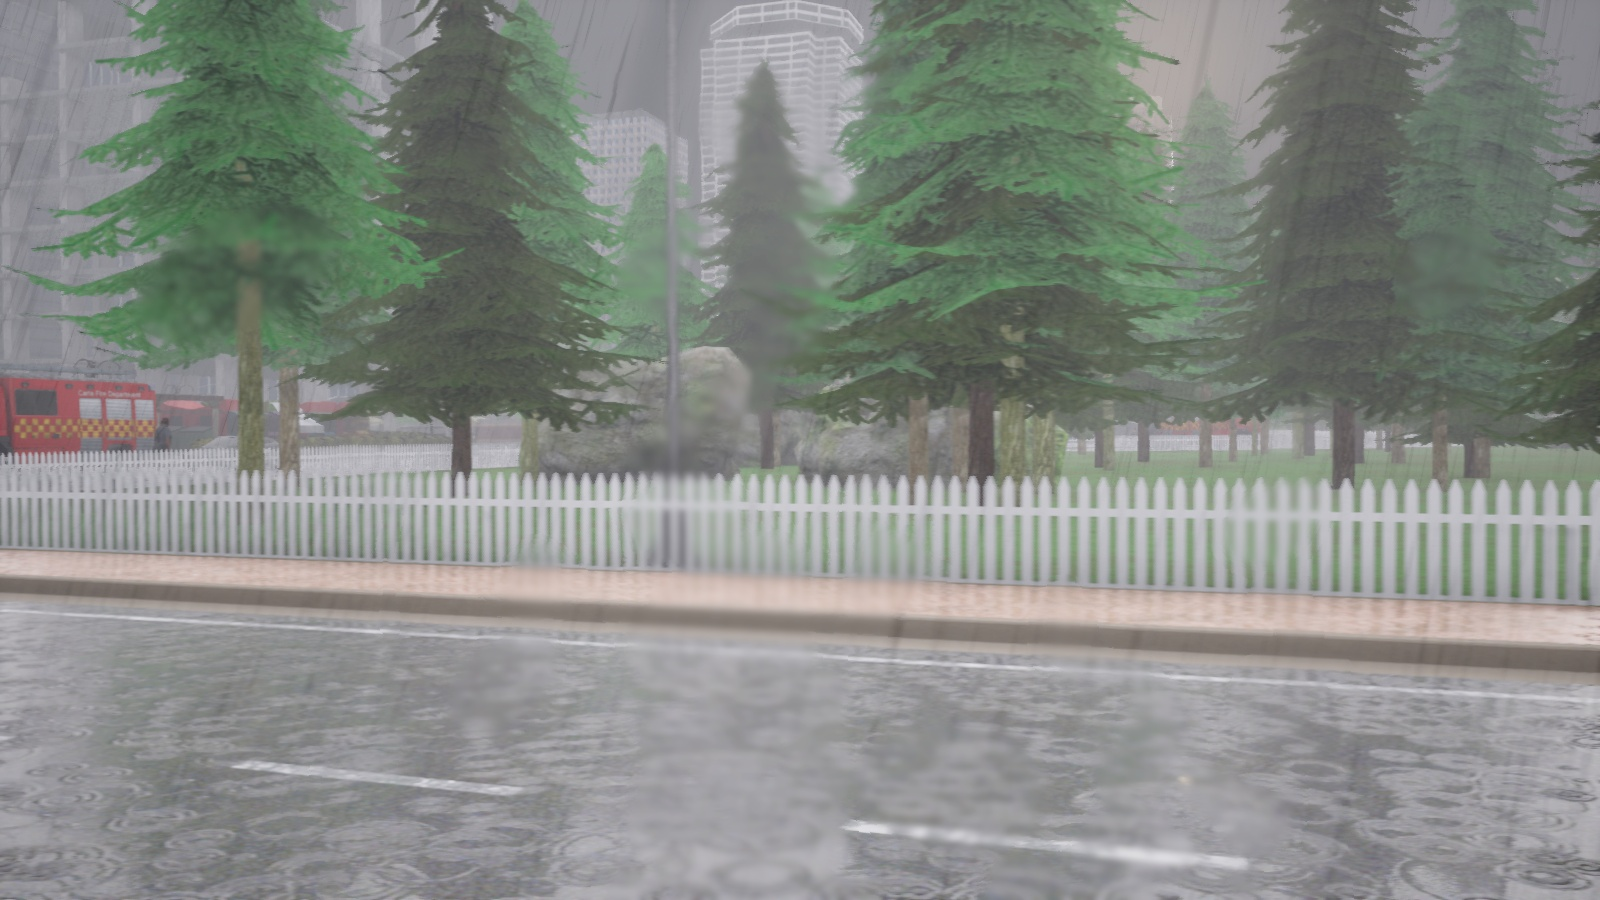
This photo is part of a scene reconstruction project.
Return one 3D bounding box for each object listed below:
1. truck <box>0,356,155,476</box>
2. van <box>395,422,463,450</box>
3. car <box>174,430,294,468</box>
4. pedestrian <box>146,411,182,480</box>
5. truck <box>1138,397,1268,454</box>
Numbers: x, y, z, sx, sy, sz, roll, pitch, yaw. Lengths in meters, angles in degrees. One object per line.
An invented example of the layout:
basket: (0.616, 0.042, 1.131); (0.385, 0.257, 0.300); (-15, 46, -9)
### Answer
truck: (-26.248, -1.115, 42.316); (2.891, 3.827, 8.468); (0, 1, 17)
van: (-26.591, -1.017, 89.961); (4.442, 1.987, 1.775); (0, 1, 17)
car: (-23.365, -0.095, 52.055); (2.163, 1.488, 4.792); (0, 1, 11)
pedestrian: (-17.277, -0.126, 34.121); (0.540, 1.848, 0.694); (0, 1, 17)
truck: (27.942, -1.683, 87.108); (8.468, 3.827, 2.891); (0, 1, -19)
